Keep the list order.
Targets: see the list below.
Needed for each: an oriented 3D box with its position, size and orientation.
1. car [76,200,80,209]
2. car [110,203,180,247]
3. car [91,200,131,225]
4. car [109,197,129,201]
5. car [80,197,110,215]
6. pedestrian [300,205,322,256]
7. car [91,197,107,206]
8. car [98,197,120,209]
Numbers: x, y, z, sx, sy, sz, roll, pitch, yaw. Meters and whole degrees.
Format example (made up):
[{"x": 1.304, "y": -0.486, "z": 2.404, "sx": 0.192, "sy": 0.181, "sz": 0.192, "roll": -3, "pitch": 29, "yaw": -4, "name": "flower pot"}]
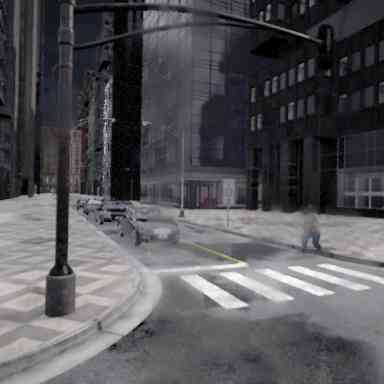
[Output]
[{"x": -13.461, "y": 1.458, "z": 41.898, "sx": 1.994, "sy": 1.385, "sz": 4.181, "roll": 1, "pitch": 0, "yaw": -22, "name": "car"}, {"x": -2.082, "y": 1.443, "z": 15.051, "sx": 2.128, "sy": 1.511, "sz": 4.902, "roll": 1, "pitch": 0, "yaw": -23, "name": "car"}, {"x": -5.675, "y": 1.504, "z": 23.499, "sx": 1.994, "sy": 1.385, "sz": 4.181, "roll": 1, "pitch": 0, "yaw": -23, "name": "car"}, {"x": -7.370, "y": 1.546, "z": 35.601, "sx": 1.994, "sy": 1.385, "sz": 4.181, "roll": 1, "pitch": 0, "yaw": -23, "name": "car"}, {"x": -9.580, "y": 1.448, "z": 32.685, "sx": 1.812, "sy": 1.442, "sz": 4.674, "roll": 1, "pitch": 0, "yaw": -23, "name": "car"}, {"x": 4.243, "y": 1.343, "z": 11.844, "sx": 0.375, "sy": 1.860, "sz": 0.375, "roll": 1, "pitch": -1, "yaw": -23, "name": "pedestrian"}, {"x": -14.887, "y": 1.510, "z": 53.257, "sx": 1.895, "sy": 1.301, "sz": 4.718, "roll": 1, "pitch": 0, "yaw": -23, "name": "car"}, {"x": -11.232, "y": 1.442, "z": 44.703, "sx": 2.128, "sy": 1.511, "sz": 4.902, "roll": 1, "pitch": 0, "yaw": -23, "name": "car"}]
